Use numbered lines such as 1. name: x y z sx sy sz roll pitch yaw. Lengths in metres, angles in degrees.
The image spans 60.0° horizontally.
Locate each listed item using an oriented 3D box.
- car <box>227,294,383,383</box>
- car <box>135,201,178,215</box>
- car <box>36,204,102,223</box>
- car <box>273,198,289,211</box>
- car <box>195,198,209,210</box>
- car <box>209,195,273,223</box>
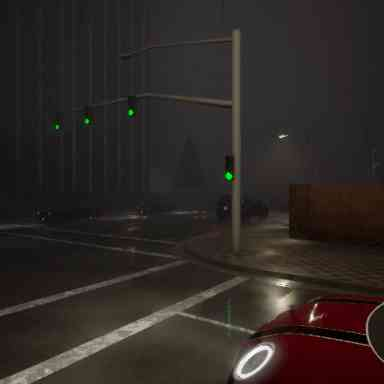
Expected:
1. car: 2.471 1.352 2.195 4.553 1.767 2.097 0 0 36
2. car: -3.524 1.601 33.593 1.895 1.301 4.718 0 0 35
3. car: -9.303 1.601 25.436 1.895 1.301 4.718 0 0 35
4. car: 10.758 1.491 41.319 2.128 1.511 4.902 0 0 36
5. car: 2.318 1.491 41.805 2.128 1.511 4.902 0 0 36
6. car: 3.909 1.221 25.580 2.150 2.045 5.566 0 0 35
